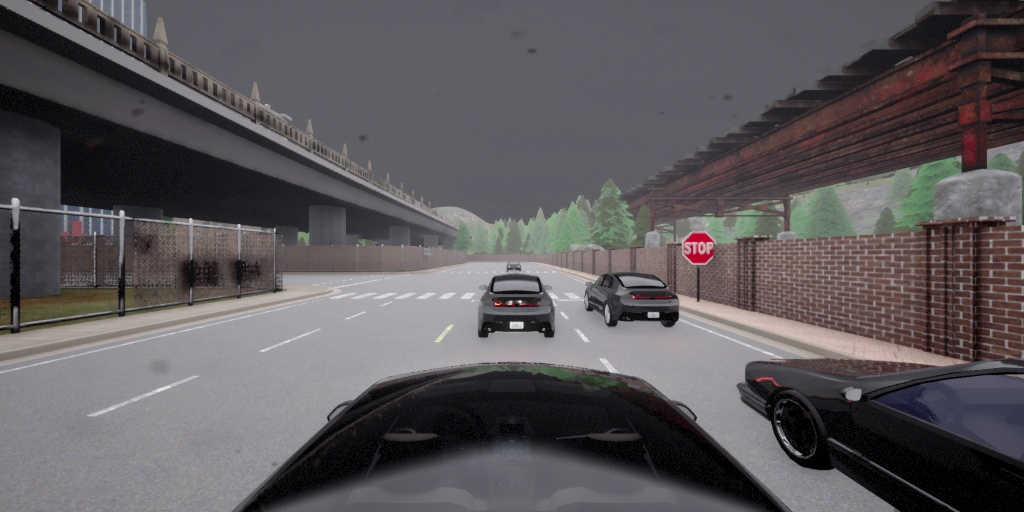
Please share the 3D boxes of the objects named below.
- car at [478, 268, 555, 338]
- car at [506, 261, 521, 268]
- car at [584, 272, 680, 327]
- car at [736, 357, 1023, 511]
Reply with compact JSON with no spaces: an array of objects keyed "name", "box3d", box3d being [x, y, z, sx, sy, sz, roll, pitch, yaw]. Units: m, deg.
[{"name":"car","box3d":[0.105,1.255,10.188,1.837,1.490,4.892,0,0,0]},{"name":"car","box3d":[0.222,1.351,46.358,1.895,1.301,4.718,0,0,-1]},{"name":"car","box3d":[3.608,1.255,11.545,1.837,1.490,4.892,0,0,0]},{"name":"car","box3d":[3.600,1.297,1.798,2.033,1.411,5.357,0,0,0]}]
